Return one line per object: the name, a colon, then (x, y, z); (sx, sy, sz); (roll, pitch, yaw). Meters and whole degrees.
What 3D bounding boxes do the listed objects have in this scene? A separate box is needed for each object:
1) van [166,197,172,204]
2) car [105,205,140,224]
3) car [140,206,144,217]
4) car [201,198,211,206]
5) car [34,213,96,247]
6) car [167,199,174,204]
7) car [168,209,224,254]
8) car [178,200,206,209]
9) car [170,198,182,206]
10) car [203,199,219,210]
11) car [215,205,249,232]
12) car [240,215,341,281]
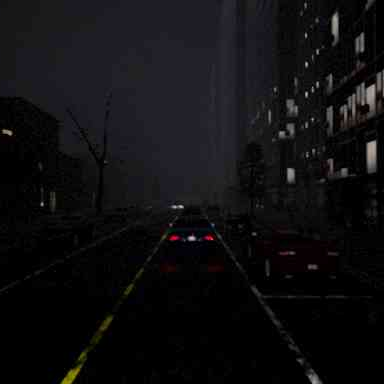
van: (-5.719, 2.144, 83.439); (1.690, 1.788, 3.998); (1, -1, 0)
car: (-5.761, 1.803, 27.001); (1.887, 1.381, 4.507); (1, -1, 0)
car: (-5.730, 1.894, 32.645); (1.802, 1.307, 4.206); (1, -1, 0)
car: (2.964, 2.149, 69.831); (1.882, 1.535, 5.008); (0, -1, 0)
car: (-5.816, 1.701, 15.713); (2.008, 1.369, 4.403); (1, -1, 0)
car: (-5.726, 2.440, 89.081); (1.802, 1.307, 4.206); (1, -1, 0)
car: (-0.006, 1.681, 14.001); (2.033, 1.411, 5.357); (0, -1, 0)
car: (-0.012, 1.788, 29.288); (1.837, 1.490, 4.892); (0, 0, 0)
car: (-3.038, 2.283, 71.780); (1.895, 1.301, 4.718); (0, -1, 0)
car: (2.678, 1.965, 43.879); (1.887, 1.381, 4.507); (1, -1, 0)
car: (2.794, 1.754, 21.305); (2.008, 1.369, 4.403); (1, -1, 0)
car: (2.826, 1.641, 10.016); (1.887, 1.381, 4.507); (1, -1, 0)
